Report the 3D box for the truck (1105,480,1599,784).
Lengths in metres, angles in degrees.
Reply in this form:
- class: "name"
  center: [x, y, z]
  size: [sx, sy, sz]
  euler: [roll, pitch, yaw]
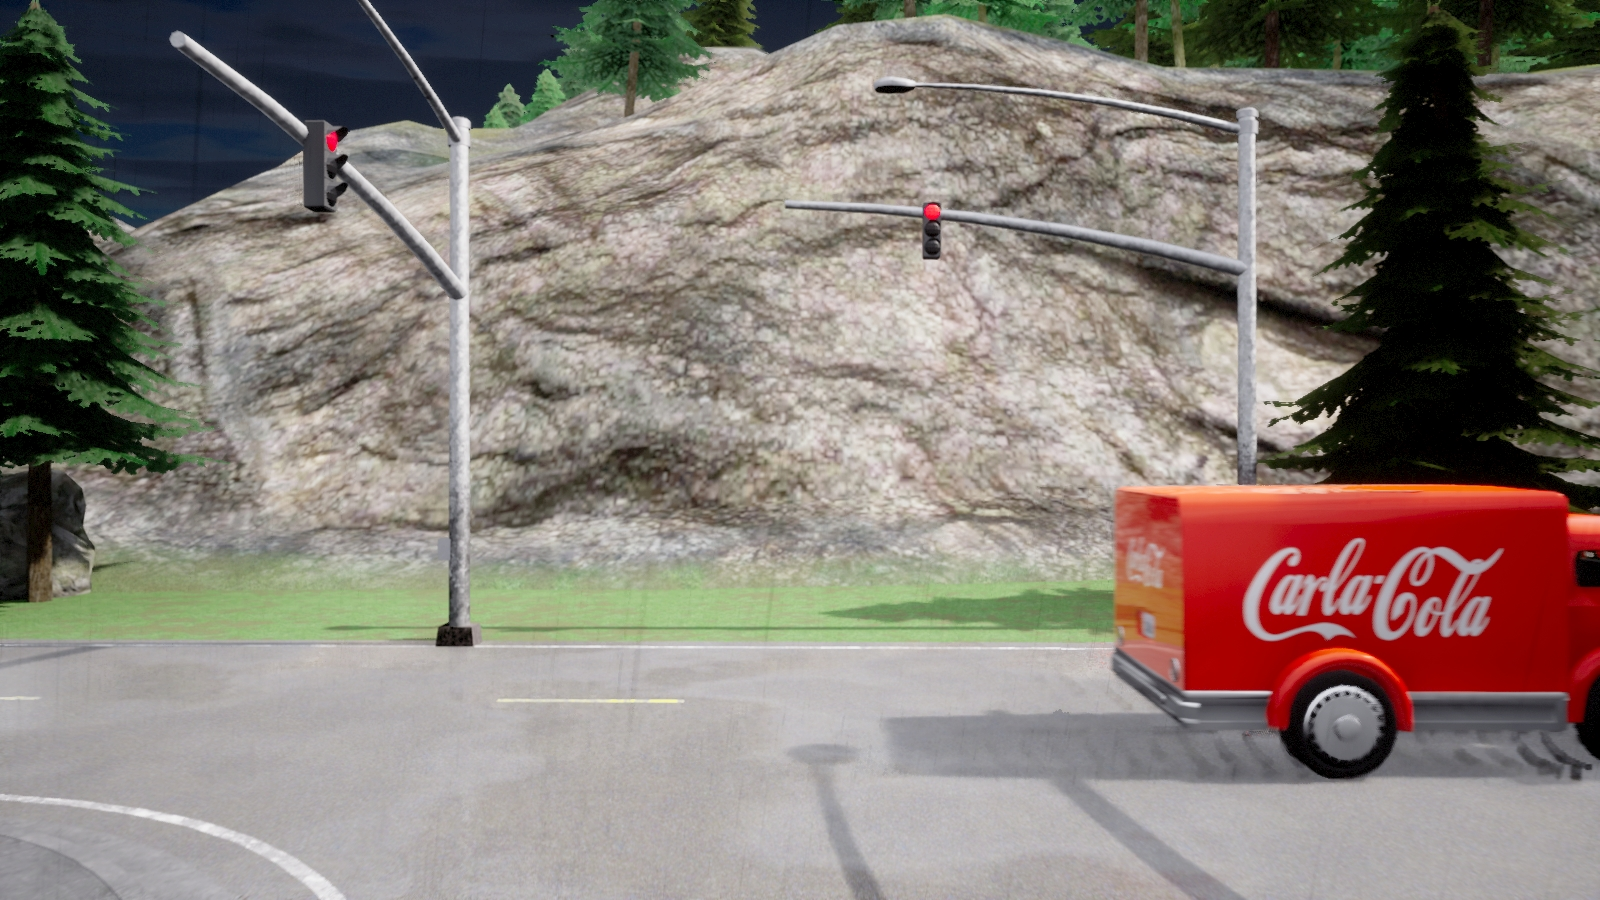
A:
- class: "truck"
  center: [5.841, 1.553, 10.874]
  size: [5.204, 2.467, 2.627]
  euler: [0, 0, 1]
